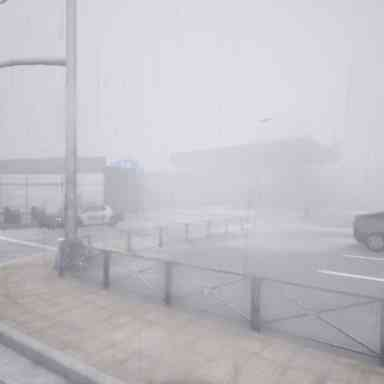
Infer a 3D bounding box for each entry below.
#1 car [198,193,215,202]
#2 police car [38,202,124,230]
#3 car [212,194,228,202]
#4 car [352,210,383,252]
[{"bbox_3d":[3.129,1.057,71.247,1.905,1.878,3.866,0,0,36],"label":"car"},{"bbox_3d":[-6.429,1.395,19.640,2.038,1.542,4.974,0,0,36],"label":"police car"},{"bbox_3d":[5.154,1.261,64.410,2.242,1.667,4.611,0,0,36],"label":"car"},{"bbox_3d":[7.962,1.340,11.336,4.514,1.523,2.007,0,0,36],"label":"car"}]
